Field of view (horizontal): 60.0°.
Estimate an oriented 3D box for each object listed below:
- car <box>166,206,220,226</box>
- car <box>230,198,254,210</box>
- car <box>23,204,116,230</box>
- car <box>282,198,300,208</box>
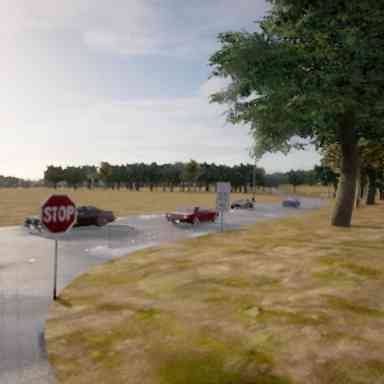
[{"bbox_3d":[0.209,1.629,23.848,1.895,1.301,4.718,3,1,31],"label":"car"},{"bbox_3d":[6.345,1.495,41.715,1.994,1.385,4.181,3,1,29],"label":"car"},{"bbox_3d":[-6.885,1.440,19.415,2.033,1.411,5.357,3,2,32],"label":"car"},{"bbox_3d":[14.941,1.587,49.814,1.882,1.535,5.008,3,1,28],"label":"car"}]
